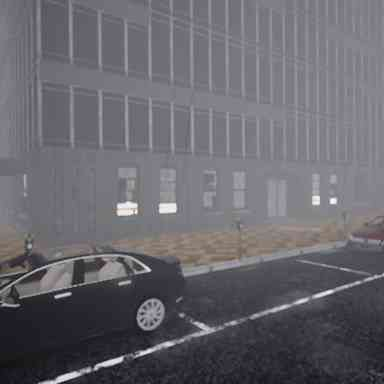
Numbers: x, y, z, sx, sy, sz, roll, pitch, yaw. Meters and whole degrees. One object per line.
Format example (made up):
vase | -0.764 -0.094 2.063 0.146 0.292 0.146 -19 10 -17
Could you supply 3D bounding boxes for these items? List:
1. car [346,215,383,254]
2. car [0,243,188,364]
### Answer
car | 7.150 1.447 11.661 4.206 1.307 1.802 -1 0 -36
car | -2.118 1.539 5.049 4.403 1.369 2.008 -1 0 -36
